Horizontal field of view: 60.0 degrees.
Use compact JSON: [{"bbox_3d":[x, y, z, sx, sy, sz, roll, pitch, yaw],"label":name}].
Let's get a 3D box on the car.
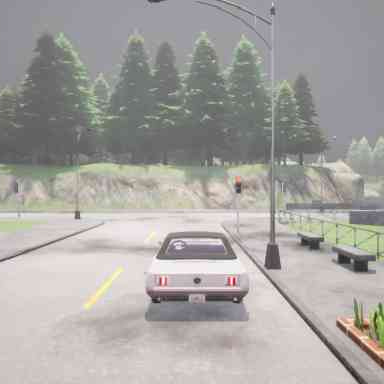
[{"bbox_3d":[0.097,1.602,8.137,1.895,1.301,4.718,0,0,0],"label":"car"}]
